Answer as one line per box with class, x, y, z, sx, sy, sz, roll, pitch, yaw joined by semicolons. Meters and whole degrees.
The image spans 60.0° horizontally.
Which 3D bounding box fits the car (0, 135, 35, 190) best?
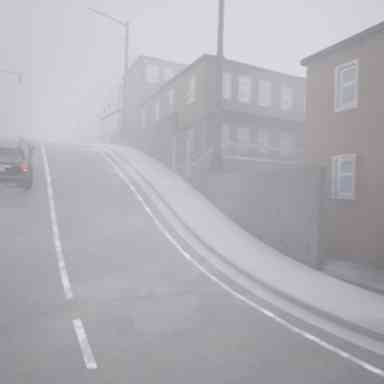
car;-7.572;-1.504;13.425;2.097;1.767;4.553;2;19;-26
